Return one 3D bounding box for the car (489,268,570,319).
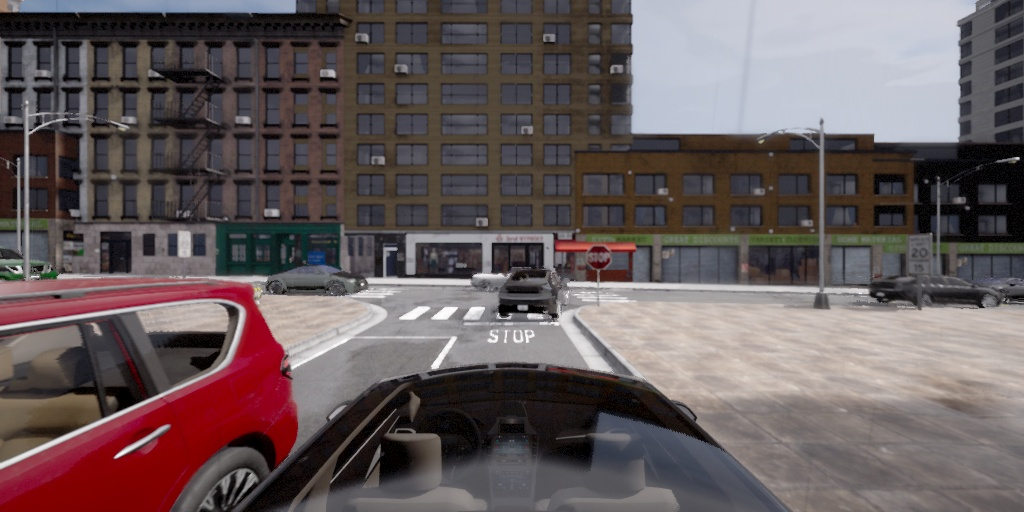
[{"bbox_3d":[0.875,1.205,12.561,1.837,1.490,4.892,-1,0,13],"label":"car"}]

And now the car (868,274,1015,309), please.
[{"bbox_3d":[19.633,1.627,16.751,4.892,1.490,1.837,1,0,0],"label":"car"}]

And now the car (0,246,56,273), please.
[{"bbox_3d":[-24.725,0.500,16.543,5.566,2.045,2.150,2,0,0],"label":"car"}]

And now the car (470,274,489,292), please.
[{"bbox_3d":[0.115,1.288,19.605,4.718,1.301,1.895,1,0,0],"label":"car"}]

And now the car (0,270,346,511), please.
[{"bbox_3d":[-2.637,1.070,0.775,2.192,1.841,5.009,0,0,0],"label":"car"}]

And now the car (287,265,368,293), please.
[{"bbox_3d":[-8.927,1.102,16.620,4.181,1.385,1.994,1,0,0],"label":"car"}]

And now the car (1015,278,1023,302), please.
[{"bbox_3d":[26.762,1.877,19.732,4.181,1.385,1.994,2,0,0],"label":"car"}]
